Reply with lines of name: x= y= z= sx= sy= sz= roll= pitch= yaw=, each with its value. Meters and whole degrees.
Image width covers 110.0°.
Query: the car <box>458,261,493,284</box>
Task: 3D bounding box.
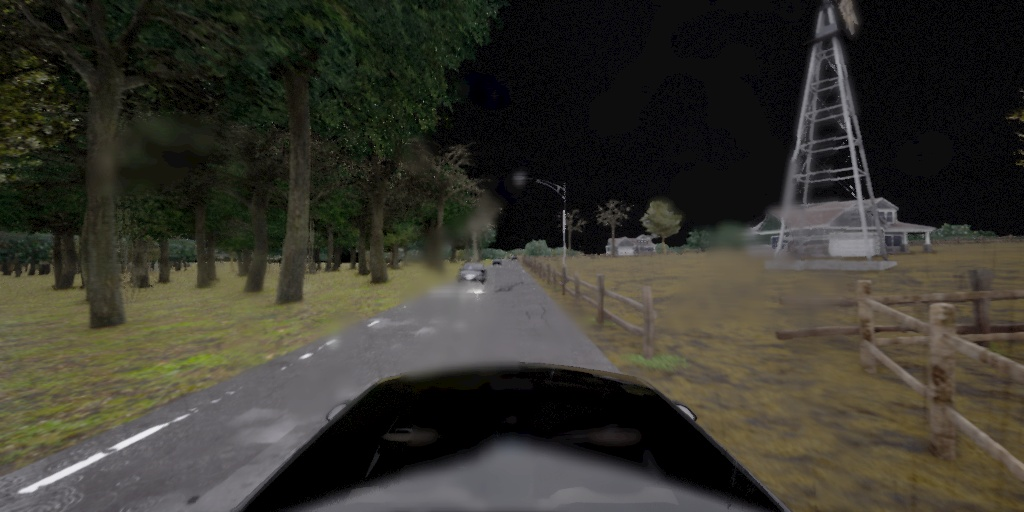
car: x=-2.844 y=1.262 z=26.804 sx=2.128 sy=1.511 sz=4.902 roll=0 pitch=0 yaw=0
